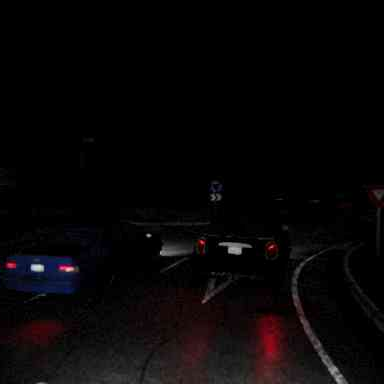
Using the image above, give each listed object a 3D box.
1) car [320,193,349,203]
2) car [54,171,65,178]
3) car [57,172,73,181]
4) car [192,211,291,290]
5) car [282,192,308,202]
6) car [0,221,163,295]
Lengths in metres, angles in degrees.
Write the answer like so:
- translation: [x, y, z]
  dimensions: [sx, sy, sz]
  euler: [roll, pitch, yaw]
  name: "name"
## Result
- translation: [20.611, 0.799, 48.135]
  dimensions: [1.812, 1.442, 4.674]
  euler: [0, 2, -15]
  name: "car"
- translation: [-33.115, -4.014, 87.692]
  dimensions: [2.002, 1.452, 4.674]
  euler: [7, 6, 28]
  name: "car"
- translation: [-31.117, -3.696, 85.420]
  dimensions: [2.231, 1.521, 4.892]
  euler: [7, 6, 28]
  name: "car"
- translation: [1.588, 1.292, 9.293]
  dimensions: [2.097, 1.767, 4.553]
  euler: [1, 1, 18]
  name: "car"
- translation: [16.012, 0.726, 51.822]
  dimensions: [1.994, 1.385, 4.181]
  euler: [-1, 2, -23]
  name: "car"
- translation: [-2.387, 1.475, 8.794]
  dimensions: [2.033, 1.411, 5.357]
  euler: [0, 1, 13]
  name: "car"
